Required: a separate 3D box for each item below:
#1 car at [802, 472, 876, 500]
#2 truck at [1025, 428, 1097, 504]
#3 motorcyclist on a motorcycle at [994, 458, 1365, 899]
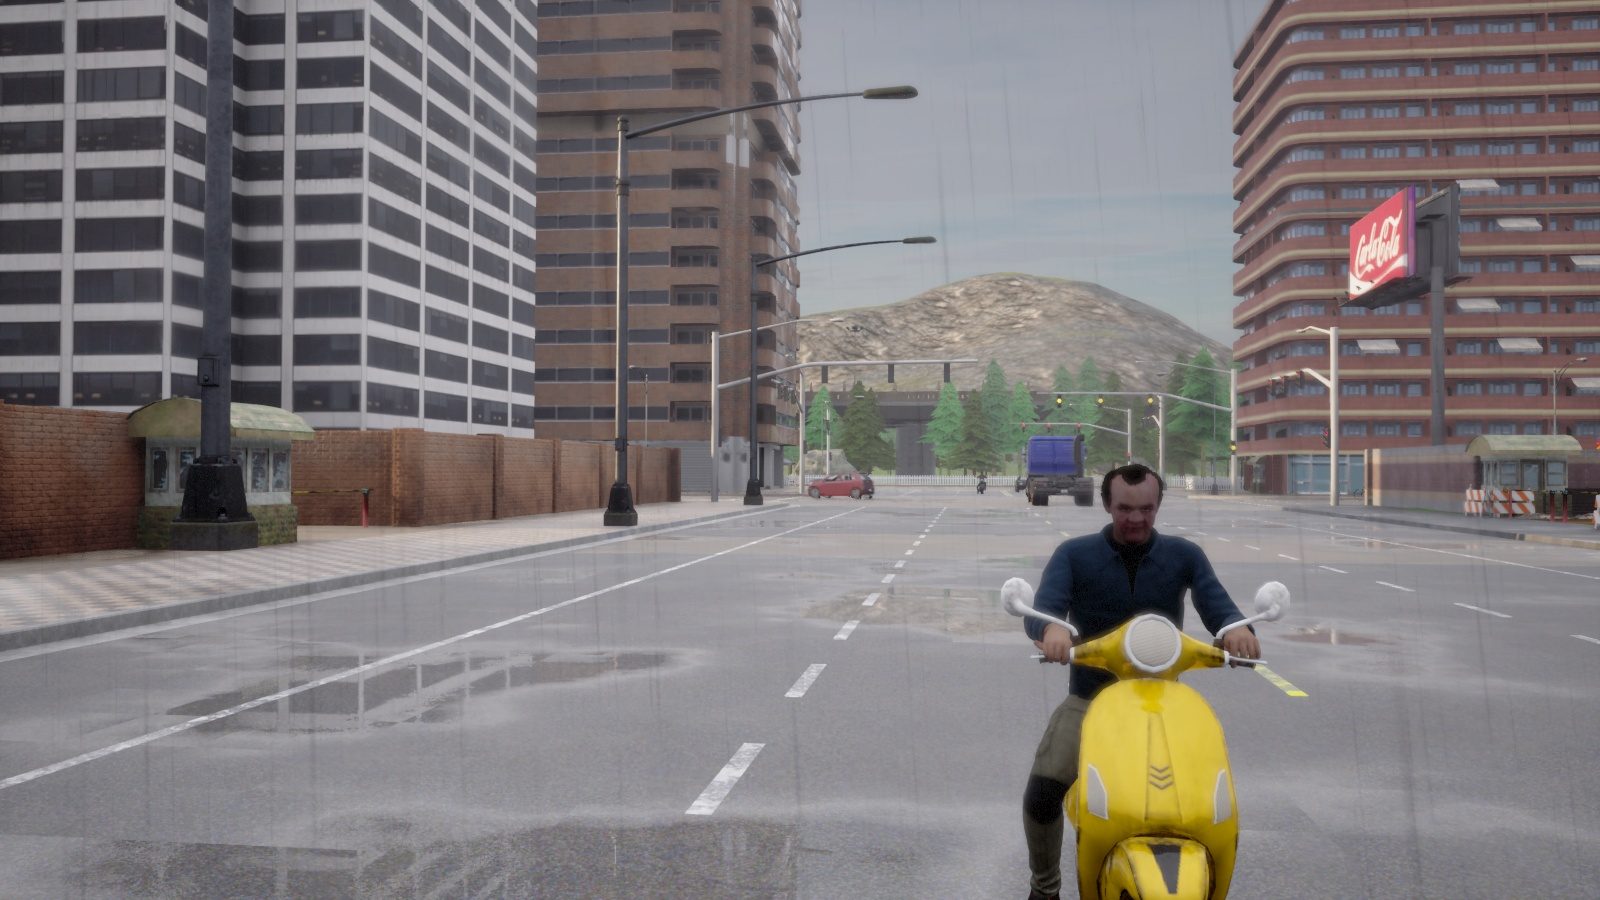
[{"bbox_3d":[2.158,1.979,69.211,3.633,1.501,1.845,-1,-1,27],"label":"car"},{"bbox_3d":[12.521,0.802,60.873,2.891,3.462,7.936,0,-1,8],"label":"truck"},{"bbox_3d":[1.080,0.831,4.042,0.866,1.590,1.817,0,-1,8],"label":"motorcyclist on a motorcycle"}]
